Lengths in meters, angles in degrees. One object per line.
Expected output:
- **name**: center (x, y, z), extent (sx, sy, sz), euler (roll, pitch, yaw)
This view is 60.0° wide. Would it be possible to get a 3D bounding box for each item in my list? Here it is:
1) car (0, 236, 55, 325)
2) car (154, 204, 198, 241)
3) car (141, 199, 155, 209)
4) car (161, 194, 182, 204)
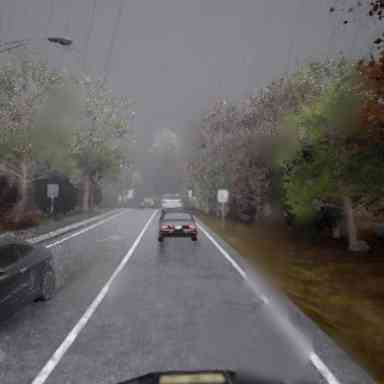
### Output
- **car**: center (-3.801, 1.532, 5.507), extent (1.812, 1.442, 4.674), euler (0, 0, -2)
- **car**: center (-0.763, 1.566, 16.800), extent (2.033, 1.411, 5.357), euler (0, 0, -4)
- **car**: center (-7.031, 1.814, 53.175), extent (2.097, 1.767, 4.553), euler (0, -3, -4)
- **car**: center (-2.335, 1.263, 38.369), extent (2.150, 2.045, 5.566), euler (0, 0, -4)
